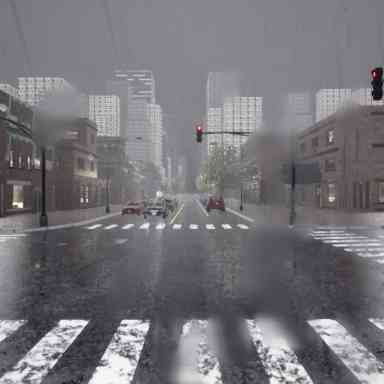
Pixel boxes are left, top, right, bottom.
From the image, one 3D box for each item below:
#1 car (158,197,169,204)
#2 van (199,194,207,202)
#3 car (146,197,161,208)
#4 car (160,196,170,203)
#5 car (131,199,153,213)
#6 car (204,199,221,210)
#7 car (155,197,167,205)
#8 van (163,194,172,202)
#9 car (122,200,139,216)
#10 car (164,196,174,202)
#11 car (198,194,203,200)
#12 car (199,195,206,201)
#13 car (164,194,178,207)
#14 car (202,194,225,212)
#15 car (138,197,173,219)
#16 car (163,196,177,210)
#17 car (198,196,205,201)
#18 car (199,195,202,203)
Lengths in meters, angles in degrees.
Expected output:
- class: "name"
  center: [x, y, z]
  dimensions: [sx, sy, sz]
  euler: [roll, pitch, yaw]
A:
- class: "car"
  center: [-5.693, 1.638, 66.169]
  dimensions: [1.802, 1.307, 4.206]
  euler: [0, 0, 0]
- class: "van"
  center: [2.686, 1.429, 82.746]
  dimensions: [1.690, 1.788, 3.998]
  euler: [0, 0, 0]
- class: "car"
  center: [-5.692, 1.557, 49.423]
  dimensions: [1.752, 1.417, 4.829]
  euler: [0, 0, 0]
- class: "car"
  center: [-5.694, 1.591, 71.524]
  dimensions: [1.752, 1.417, 4.829]
  euler: [0, 0, 0]
- class: "car"
  center: [-5.692, 1.585, 38.542]
  dimensions: [1.947, 1.339, 4.313]
  euler: [0, 0, 0]
- class: "car"
  center: [2.688, 1.591, 44.069]
  dimensions: [1.947, 1.339, 4.313]
  euler: [0, 0, 0]
- class: "car"
  center: [-5.693, 1.629, 60.644]
  dimensions: [1.802, 1.307, 4.206]
  euler: [0, 0, 0]
- class: "van"
  center: [-5.693, 1.418, 77.220]
  dimensions: [1.690, 1.788, 3.998]
  euler: [0, 0, 0]
- class: "car"
  center: [-5.779, 1.559, 33.021]
  dimensions: [1.887, 1.381, 4.507]
  euler: [0, 0, 0]
- class: "car"
  center: [-5.694, 1.639, 82.745]
  dimensions: [2.008, 1.369, 4.403]
  euler: [0, 0, 0]
- class: "car"
  center: [2.687, 1.598, 60.645]
  dimensions: [2.008, 1.369, 4.403]
  euler: [0, 0, 0]
- class: "car"
  center: [2.686, 1.627, 88.441]
  dimensions: [1.752, 1.417, 4.829]
  euler: [0, 0, 0]
- class: "car"
  center: [-3.091, 1.524, 50.102]
  dimensions: [2.128, 1.511, 4.902]
  euler: [0, 0, 0]
- class: "car"
  center: [2.689, 1.334, 38.543]
  dimensions: [2.192, 1.841, 5.009]
  euler: [0, 0, 0]
- class: "car"
  center: [-3.100, 1.502, 29.539]
  dimensions: [2.128, 1.511, 4.902]
  euler: [0, 0, 0]
- class: "car"
  center: [-3.097, 1.526, 39.715]
  dimensions: [1.837, 1.490, 4.892]
  euler: [0, 0, 0]
- class: "car"
  center: [2.686, 1.696, 93.796]
  dimensions: [1.802, 1.307, 4.206]
  euler: [0, 0, 0]
- class: "car"
  center: [2.688, 1.605, 55.120]
  dimensions: [1.947, 1.339, 4.313]
  euler: [0, 0, 0]
